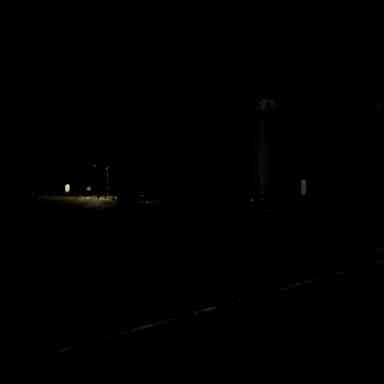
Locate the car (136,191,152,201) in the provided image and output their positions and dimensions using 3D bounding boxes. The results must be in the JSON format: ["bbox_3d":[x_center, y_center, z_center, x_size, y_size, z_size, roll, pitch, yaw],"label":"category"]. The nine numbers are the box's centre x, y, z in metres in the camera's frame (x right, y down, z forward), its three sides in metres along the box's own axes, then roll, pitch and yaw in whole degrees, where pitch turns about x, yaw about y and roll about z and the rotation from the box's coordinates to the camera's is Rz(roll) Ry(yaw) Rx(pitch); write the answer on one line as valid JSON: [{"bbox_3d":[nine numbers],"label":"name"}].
[{"bbox_3d":[-8.368,0.587,54.684,2.097,1.767,4.553,-1,2,-35],"label":"car"}]

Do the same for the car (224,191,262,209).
[{"bbox_3d":[5.512,0.814,35.432,2.097,1.767,4.553,-1,1,-36],"label":"car"}]
